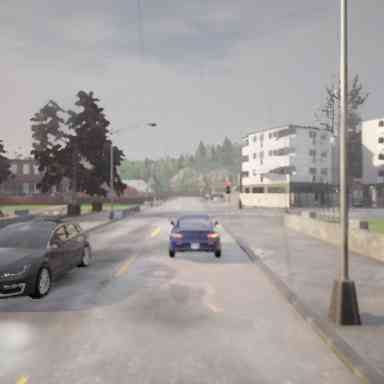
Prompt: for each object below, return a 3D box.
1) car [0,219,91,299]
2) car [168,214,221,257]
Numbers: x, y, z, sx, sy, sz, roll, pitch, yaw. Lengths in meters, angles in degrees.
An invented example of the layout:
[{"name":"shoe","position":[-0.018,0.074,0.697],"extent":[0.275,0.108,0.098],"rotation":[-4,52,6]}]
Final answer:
[{"name":"car","position":[-4.076,1.532,8.640],"extent":[1.837,1.490,4.892],"rotation":[0,0,0]},{"name":"car","position":[0.101,1.565,12.945],"extent":[1.812,1.442,4.674],"rotation":[0,0,0]}]
